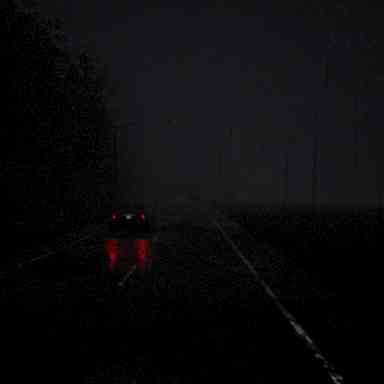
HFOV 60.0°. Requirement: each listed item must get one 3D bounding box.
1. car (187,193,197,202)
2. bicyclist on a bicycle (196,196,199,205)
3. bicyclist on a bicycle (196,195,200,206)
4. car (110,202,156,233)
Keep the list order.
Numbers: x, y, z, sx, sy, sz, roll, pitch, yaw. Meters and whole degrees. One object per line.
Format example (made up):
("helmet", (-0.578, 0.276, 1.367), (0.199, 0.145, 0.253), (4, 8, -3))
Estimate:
("car", (0.028, 1.277, 77.824), (2.150, 2.045, 5.566), (0, 0, 0))
("bicyclist on a bicycle", (0.983, 1.494, 61.818), (0.582, 1.620, 1.656), (0, 0, 0))
("bicyclist on a bicycle", (0.982, 1.406, 53.117), (0.659, 1.776, 1.843), (0, 0, 0))
("car", (-3.390, 1.366, 19.828), (2.097, 1.767, 4.553), (0, 0, -1))
